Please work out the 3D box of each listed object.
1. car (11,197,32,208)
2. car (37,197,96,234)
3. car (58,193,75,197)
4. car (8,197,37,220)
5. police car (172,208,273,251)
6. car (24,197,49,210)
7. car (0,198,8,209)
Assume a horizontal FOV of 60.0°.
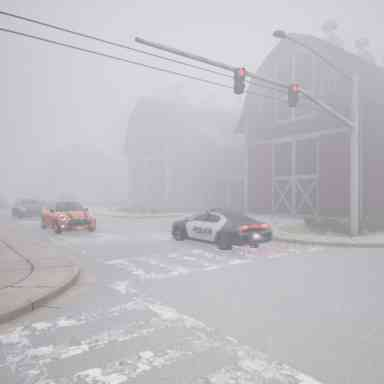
[{"bbox_3d":[-25.761,1.557,50.182,2.033,1.411,5.357,0,0,-37],"label":"car"},{"bbox_3d":[-7.278,1.342,19.422,2.097,1.767,4.553,0,0,-37],"label":"car"},{"bbox_3d":[-18.459,1.160,47.364,3.866,1.878,1.905,-2,5,11],"label":"car"},{"bbox_3d":[-13.823,1.349,28.194,2.097,1.767,4.553,0,0,-37],"label":"car"},{"bbox_3d":[0.988,1.505,14.378,2.038,1.542,4.974,0,0,-37],"label":"police car"},{"bbox_3d":[-19.927,1.432,42.420,1.882,1.535,5.008,-1,0,-37],"label":"car"},{"bbox_3d":[-25.503,1.519,43.982,1.837,1.490,4.892,0,-1,-37],"label":"car"}]
